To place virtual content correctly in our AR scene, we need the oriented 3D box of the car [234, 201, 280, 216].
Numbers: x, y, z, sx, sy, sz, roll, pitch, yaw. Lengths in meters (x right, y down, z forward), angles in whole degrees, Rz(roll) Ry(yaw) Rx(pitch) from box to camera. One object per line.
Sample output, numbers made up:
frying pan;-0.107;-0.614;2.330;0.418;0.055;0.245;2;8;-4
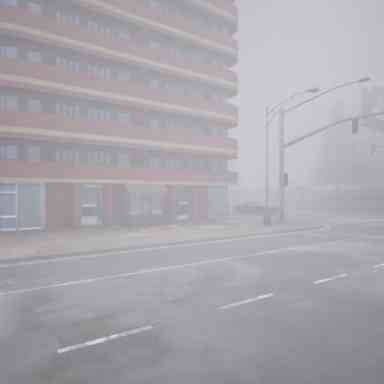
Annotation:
car;6.427;1.601;32.731;1.895;1.301;4.718;0;0;-36
